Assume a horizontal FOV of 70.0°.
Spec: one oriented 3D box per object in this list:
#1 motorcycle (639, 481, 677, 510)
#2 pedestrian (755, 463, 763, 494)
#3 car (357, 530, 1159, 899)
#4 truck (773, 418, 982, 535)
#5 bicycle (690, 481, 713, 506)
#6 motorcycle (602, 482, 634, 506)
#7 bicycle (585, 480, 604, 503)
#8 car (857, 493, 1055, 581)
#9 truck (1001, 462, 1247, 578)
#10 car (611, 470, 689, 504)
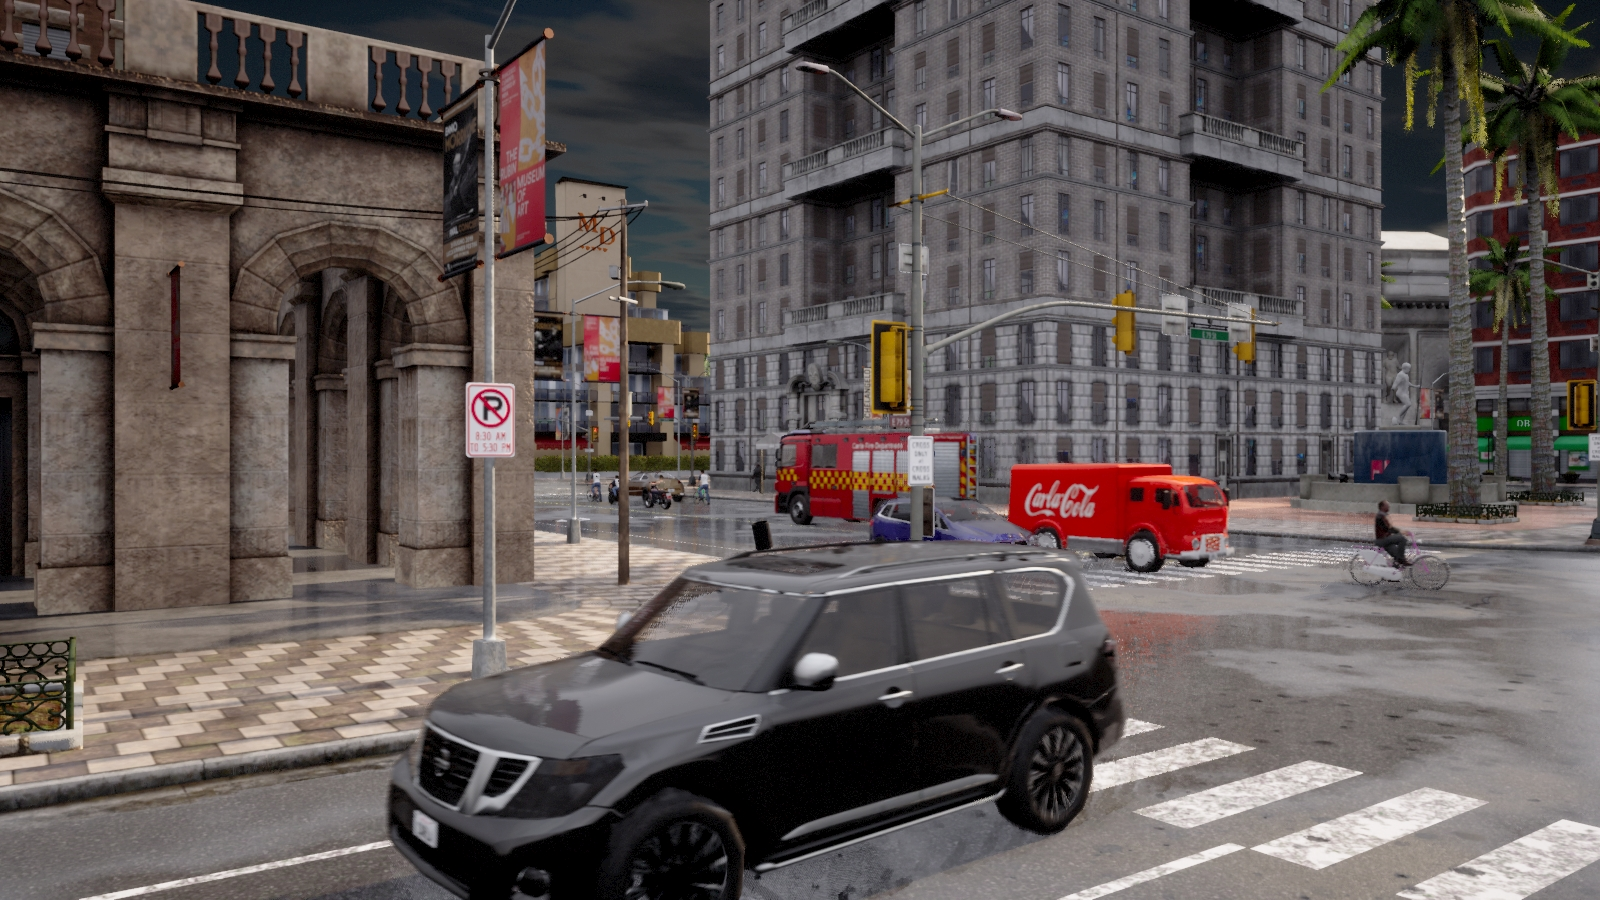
[{"bbox_3d":[-6.767,2.160,54.369,0.764,1.277,2.356,0,0,-35],"label":"motorcycle"},{"bbox_3d":[-2.442,1.683,68.153,0.375,1.860,0.375,0,0,-34],"label":"pedestrian"},{"bbox_3d":[0.027,1.777,8.182,5.566,2.045,2.150,0,0,-39],"label":"car"},{"bbox_3d":[2.580,0.878,41.562,2.891,3.827,8.468,0,0,-35],"label":"truck"},{"bbox_3d":[-4.999,2.195,57.900,0.373,1.196,1.643,0,0,-36],"label":"bicycle"},{"bbox_3d":[-9.213,2.204,57.798,0.803,1.145,2.033,0,0,-36],"label":"motorcycle"},{"bbox_3d":[-11.030,2.196,61.250,0.373,1.196,1.643,0,0,-35],"label":"bicycle"},{"bbox_3d":[3.555,1.959,26.915,2.242,1.667,4.611,0,0,-30],"label":"car"},{"bbox_3d":[7.728,1.562,27.741,2.627,2.467,5.204,0,0,-37],"label":"truck"},{"bbox_3d":[-8.211,1.981,62.259,2.152,1.651,5.027,0,0,-35],"label":"car"}]
